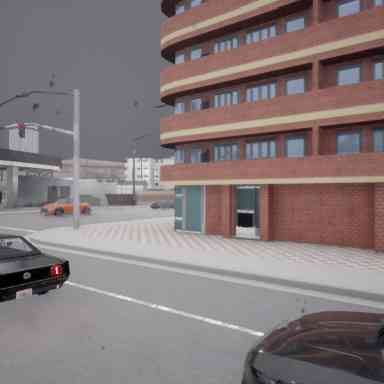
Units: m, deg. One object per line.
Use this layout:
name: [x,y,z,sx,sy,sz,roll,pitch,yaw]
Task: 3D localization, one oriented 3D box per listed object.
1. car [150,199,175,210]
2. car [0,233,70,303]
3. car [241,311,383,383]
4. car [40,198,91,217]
car: [-3.513,1.602,43.378,1.994,1.385,4.181,0,0,35]
car: [-4.913,1.599,7.483,4.718,1.301,1.895,0,0,36]
car: [2.668,1.514,2.092,4.892,1.490,1.837,0,0,35]
car: [-11.856,1.358,31.284,2.097,1.767,4.553,0,0,35]
